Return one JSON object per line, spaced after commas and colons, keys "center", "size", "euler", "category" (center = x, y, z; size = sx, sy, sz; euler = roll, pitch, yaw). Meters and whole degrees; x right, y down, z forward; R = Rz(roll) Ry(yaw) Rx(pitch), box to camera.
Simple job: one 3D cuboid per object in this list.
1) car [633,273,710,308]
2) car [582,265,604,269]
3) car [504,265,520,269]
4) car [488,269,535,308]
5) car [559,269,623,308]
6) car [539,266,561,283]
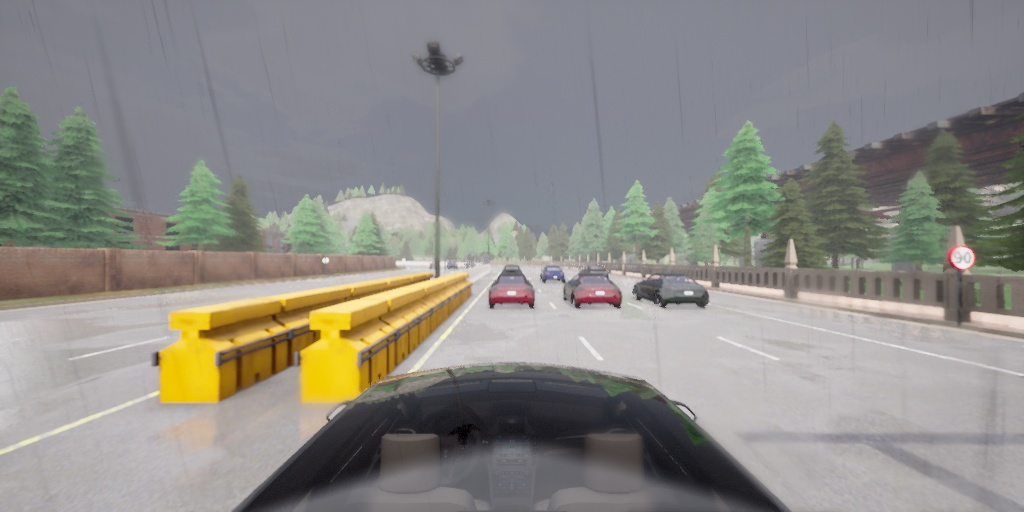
{"center": [6.999, 1.453, 16.186], "size": [1.994, 1.385, 4.181], "euler": [0, -1, 0], "category": "car"}
{"center": [6.997, 1.525, 31.152], "size": [2.128, 1.511, 4.902], "euler": [0, 0, 0], "category": "car"}
{"center": [-0.004, 1.540, 31.160], "size": [1.837, 1.490, 4.892], "euler": [0, 0, 0], "category": "car"}
{"center": [-0.003, 1.453, 16.197], "size": [1.994, 1.385, 4.181], "euler": [0, 0, 0], "category": "car"}
{"center": [3.499, 1.453, 16.172], "size": [1.994, 1.385, 4.181], "euler": [0, -1, 0], "category": "car"}
{"center": [3.497, 1.559, 31.231], "size": [1.812, 1.442, 4.674], "euler": [0, 0, 0], "category": "car"}
